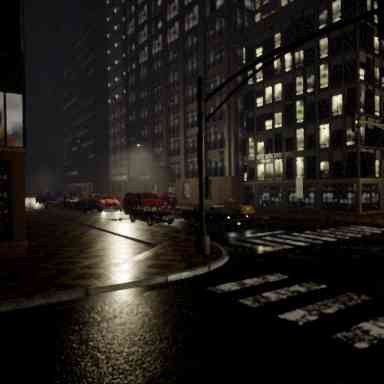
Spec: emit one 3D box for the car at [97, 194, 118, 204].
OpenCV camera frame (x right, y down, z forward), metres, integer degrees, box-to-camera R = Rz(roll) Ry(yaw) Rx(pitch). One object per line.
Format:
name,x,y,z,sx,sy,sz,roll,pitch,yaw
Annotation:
car,-13.241,1.076,52.203,1.802,1.307,4.206,-1,1,-35

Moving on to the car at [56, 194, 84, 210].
car,-13.679,1.287,38.124,2.008,1.369,4.403,-1,1,-35

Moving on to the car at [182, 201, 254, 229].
car,1.410,1.492,20.909,1.895,1.301,4.718,-1,1,-36

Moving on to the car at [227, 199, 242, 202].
car,3.173,1.275,28.450,1.752,1.417,4.829,-1,1,-35

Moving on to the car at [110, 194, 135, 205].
car,-10.028,1.090,47.566,1.887,1.381,4.507,-1,1,-35

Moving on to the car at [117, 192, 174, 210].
car,-4.186,1.028,28.951,2.150,2.045,5.566,-1,1,-34

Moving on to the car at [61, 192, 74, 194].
car,-21.698,1.001,59.839,1.994,1.385,4.181,-1,1,-35

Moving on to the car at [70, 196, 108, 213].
car,-10.465,1.352,33.487,1.947,1.339,4.313,-1,1,-35

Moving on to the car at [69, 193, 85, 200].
car,-22.881,0.885,66.113,1.887,1.381,4.507,-1,1,-35

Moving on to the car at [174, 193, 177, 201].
car,-3.602,0.960,38.290,2.192,1.841,5.009,-1,1,-35

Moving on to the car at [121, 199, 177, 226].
car,-2.808,1.453,22.485,2.008,1.369,4.403,-1,1,-35

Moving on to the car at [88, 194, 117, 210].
car,-9.799,1.072,37.066,2.097,1.767,4.553,-1,1,-35

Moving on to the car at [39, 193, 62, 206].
car,-20.107,1.217,47.400,1.802,1.307,4.206,-1,1,-35

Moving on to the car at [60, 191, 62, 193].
car,-26.094,0.729,70.749,1.967,1.590,4.097,-1,1,-35

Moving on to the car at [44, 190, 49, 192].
car,-35.733,0.684,84.660,2.008,1.369,4.403,-1,1,-35

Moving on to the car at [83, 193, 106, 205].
car,-14.547,1.029,49.520,1.882,1.535,5.008,-1,1,-35

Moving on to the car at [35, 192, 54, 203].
car,-23.321,1.129,52.037,1.887,1.381,4.507,-1,1,-35

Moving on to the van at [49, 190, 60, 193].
van,-32.520,0.527,80.020,1.690,1.788,3.998,-1,1,-35
